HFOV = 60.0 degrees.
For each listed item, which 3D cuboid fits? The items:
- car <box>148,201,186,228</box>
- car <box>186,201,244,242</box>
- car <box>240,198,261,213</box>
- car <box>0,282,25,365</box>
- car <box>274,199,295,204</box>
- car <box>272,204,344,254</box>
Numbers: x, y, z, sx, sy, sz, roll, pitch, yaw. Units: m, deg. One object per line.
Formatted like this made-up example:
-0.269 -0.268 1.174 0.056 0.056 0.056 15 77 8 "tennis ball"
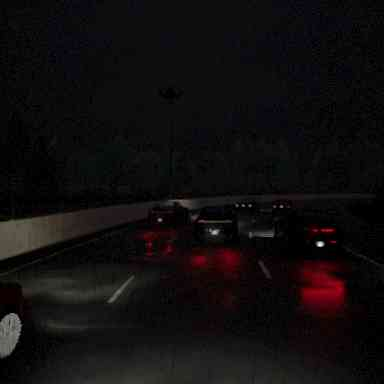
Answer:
-1.336 1.348 21.169 2.128 1.511 4.902 0 0 11 "car"
1.238 1.385 15.665 2.128 1.511 4.902 0 0 8 "car"
5.679 1.321 33.502 2.033 1.411 5.357 0 0 20 "car"
-3.336 1.458 2.732 1.882 1.535 5.008 0 0 1 "car"
8.647 1.335 31.408 2.033 1.411 5.357 0 0 19 "car"
4.415 1.415 13.109 1.837 1.490 4.892 0 0 7 "car"
